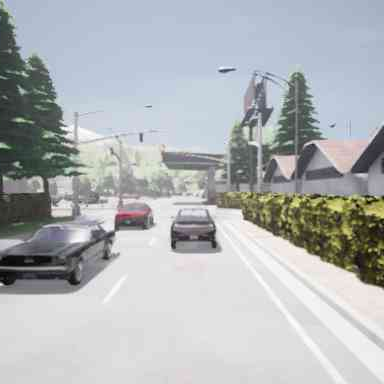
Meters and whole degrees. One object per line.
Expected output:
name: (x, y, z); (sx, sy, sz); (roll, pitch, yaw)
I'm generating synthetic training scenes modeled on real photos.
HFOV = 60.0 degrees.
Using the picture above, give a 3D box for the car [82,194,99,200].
car: (-24.203, 1.129, 79.277); (3.633, 1.501, 1.845); (0, 0, -1)

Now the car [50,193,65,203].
car: (-24.778, 0.964, 56.822); (4.605, 1.855, 1.932); (0, 0, -1)

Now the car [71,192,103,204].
car: (-16.884, 0.948, 53.598); (3.866, 1.878, 1.905); (0, 0, -1)

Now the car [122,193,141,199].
car: (-16.624, 1.106, 91.184); (5.027, 1.636, 2.152); (0, 0, -1)

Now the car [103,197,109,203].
car: (-16.299, 1.223, 56.928); (3.806, 1.475, 1.970); (0, 0, -1)

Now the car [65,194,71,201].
car: (-24.166, 1.133, 69.284); (4.514, 1.523, 2.007); (0, 0, -1)

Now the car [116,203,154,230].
car: (-3.547, 1.426, 21.040); (1.882, 1.535, 5.008); (0, 0, 0)

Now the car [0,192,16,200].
car: (-42.724, 0.926, 75.517); (4.605, 1.855, 1.932); (0, 0, -1)

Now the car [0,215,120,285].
car: (-3.606, 1.578, 9.580); (1.895, 1.301, 4.718); (0, 0, 0)

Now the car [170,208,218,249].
car: (0.071, 1.451, 14.492); (2.128, 1.511, 4.902); (0, 0, 0)
